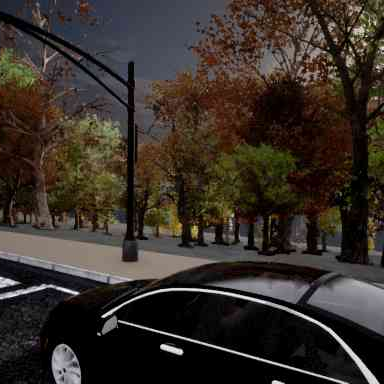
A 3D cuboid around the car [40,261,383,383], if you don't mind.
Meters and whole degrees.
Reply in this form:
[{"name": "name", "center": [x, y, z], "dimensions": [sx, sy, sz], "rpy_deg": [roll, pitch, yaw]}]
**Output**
[{"name": "car", "center": [0.376, 1.505, 3.406], "dimensions": [4.892, 1.490, 1.837], "rpy_deg": [0, 0, 36]}]
